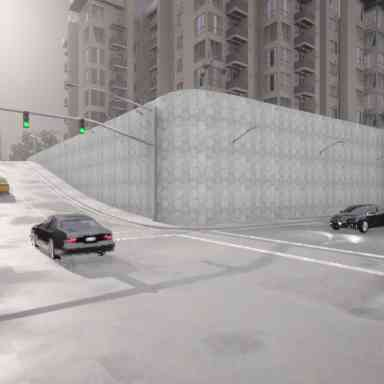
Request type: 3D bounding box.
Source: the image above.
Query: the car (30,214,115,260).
[{"bbox_3d":[-4.689,1.548,12.596,2.033,1.411,5.357,0,0,-36],"label":"car"}]

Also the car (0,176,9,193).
[{"bbox_3d":[-19.640,-0.883,33.398,1.882,1.535,5.008,0,11,-36],"label":"car"}]

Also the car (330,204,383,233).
[{"bbox_3d":[10.192,1.505,19.868,4.892,1.490,1.837,0,0,-36],"label":"car"}]
